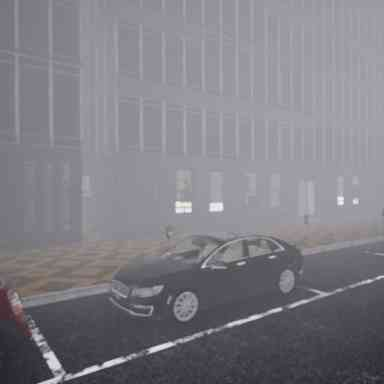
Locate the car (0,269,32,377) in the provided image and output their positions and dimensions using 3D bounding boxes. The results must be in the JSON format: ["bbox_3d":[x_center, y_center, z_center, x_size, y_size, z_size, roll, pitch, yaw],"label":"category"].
[{"bbox_3d":[-4.119,1.448,3.622,4.097,1.590,1.967,0,0,-35],"label":"car"}]

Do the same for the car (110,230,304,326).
[{"bbox_3d":[0.516,1.523,6.927,4.403,1.369,2.008,0,0,-35],"label":"car"}]
